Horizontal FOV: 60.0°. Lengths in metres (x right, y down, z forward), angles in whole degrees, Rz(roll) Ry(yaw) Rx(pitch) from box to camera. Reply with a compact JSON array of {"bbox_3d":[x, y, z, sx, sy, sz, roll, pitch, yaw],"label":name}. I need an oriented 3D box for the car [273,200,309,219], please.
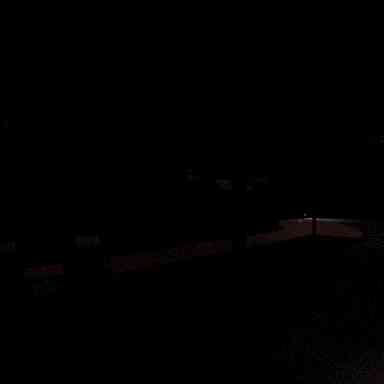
[{"bbox_3d":[6.842,1.390,27.747,5.357,1.411,2.033,0,0,42],"label":"car"}]
